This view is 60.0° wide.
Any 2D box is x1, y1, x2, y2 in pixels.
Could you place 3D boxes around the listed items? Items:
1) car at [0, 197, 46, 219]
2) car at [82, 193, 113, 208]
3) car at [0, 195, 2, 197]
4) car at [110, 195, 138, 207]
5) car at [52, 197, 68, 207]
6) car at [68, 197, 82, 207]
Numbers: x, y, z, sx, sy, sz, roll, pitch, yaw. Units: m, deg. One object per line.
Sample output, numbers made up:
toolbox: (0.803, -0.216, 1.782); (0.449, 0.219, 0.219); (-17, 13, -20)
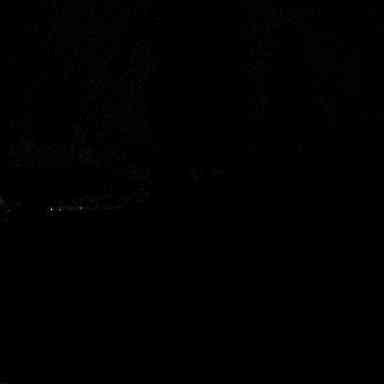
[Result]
car: (-15.082, 1.478, 29.320); (1.882, 1.535, 5.008); (0, 0, 14)
car: (-13.619, 1.227, 50.082); (2.150, 2.045, 5.566); (0, 0, 14)
car: (-18.818, 1.221, 28.758); (2.150, 2.045, 5.566); (0, 0, 13)
car: (-9.934, 1.548, 50.387); (2.033, 1.411, 5.357); (0, 0, 13)
car: (-20.138, 1.555, 52.860); (1.837, 1.490, 4.892); (0, 0, 13)
car: (-16.739, 1.493, 52.027); (1.882, 1.535, 5.008); (0, 0, 13)
